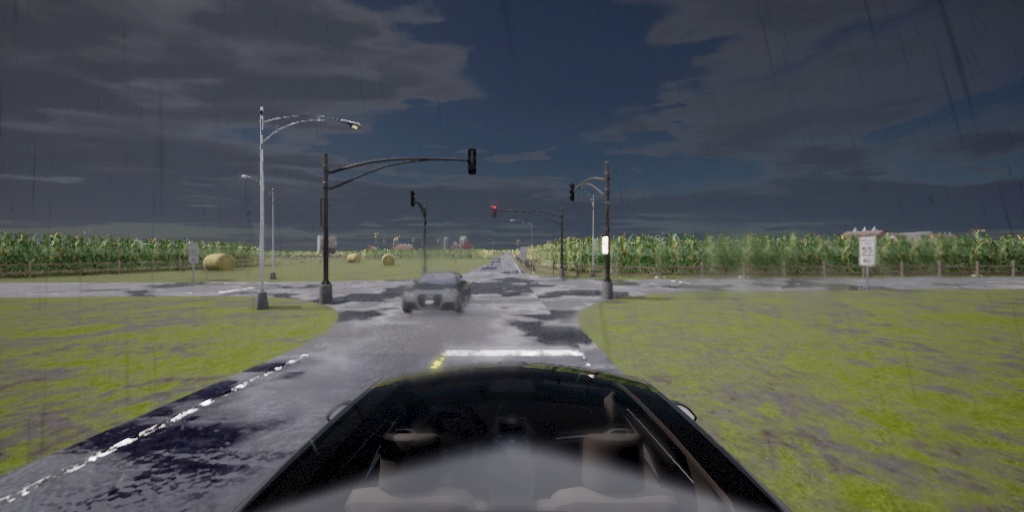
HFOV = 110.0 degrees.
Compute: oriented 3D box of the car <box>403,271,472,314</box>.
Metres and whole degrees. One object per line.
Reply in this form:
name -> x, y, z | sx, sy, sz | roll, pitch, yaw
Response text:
car -> -2.652, 1.282, 13.519 | 1.994, 1.385, 4.181 | 0, 0, 0
